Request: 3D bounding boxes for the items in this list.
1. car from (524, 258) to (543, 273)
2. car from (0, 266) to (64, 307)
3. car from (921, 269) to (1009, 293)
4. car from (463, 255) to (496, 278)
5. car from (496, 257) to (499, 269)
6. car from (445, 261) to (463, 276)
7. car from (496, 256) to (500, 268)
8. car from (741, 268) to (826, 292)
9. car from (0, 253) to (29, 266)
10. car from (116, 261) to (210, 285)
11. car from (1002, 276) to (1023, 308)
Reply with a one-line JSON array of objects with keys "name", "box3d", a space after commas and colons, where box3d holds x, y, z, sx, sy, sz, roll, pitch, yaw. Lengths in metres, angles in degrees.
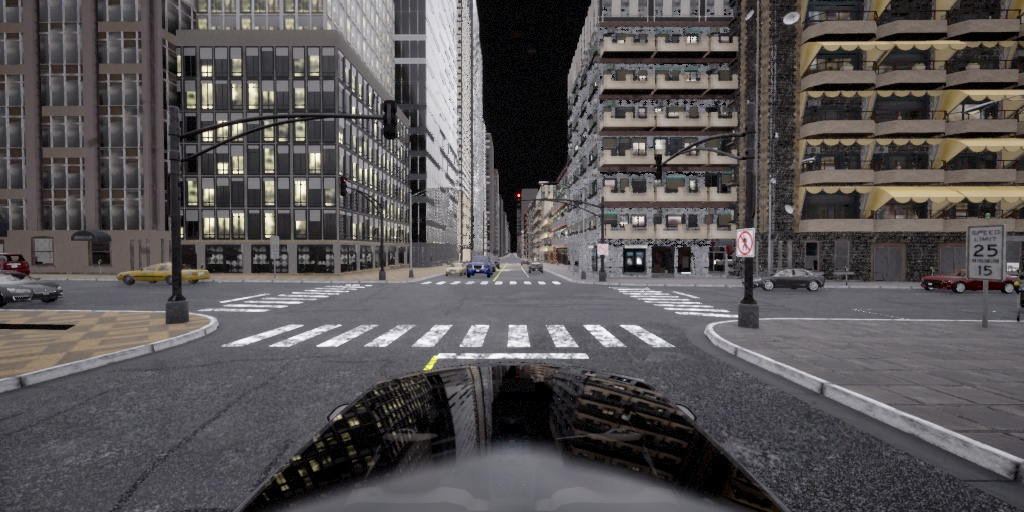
[{"name": "car", "box3d": [2.762, 1.290, 42.219, 2.007, 1.370, 4.403, 0, 0, 0]}, {"name": "car", "box3d": [-20.265, 1.204, 13.954, 4.403, 1.370, 2.007, 0, 0, 1]}, {"name": "car", "box3d": [27.409, 1.462, 21.548, 4.507, 1.381, 1.888, 0, 0, 1]}, {"name": "car", "box3d": [-3.041, 0.963, 34.710, 2.150, 2.045, 5.566, 0, 0, 0]}, {"name": "car", "box3d": [-3.016, 1.217, 44.842, 1.882, 1.535, 5.008, 0, 0, 0]}, {"name": "car", "box3d": [-5.629, 1.266, 36.409, 1.751, 1.417, 4.829, 0, 0, 0]}, {"name": "car", "box3d": [-2.994, 0.959, 55.397, 2.150, 2.045, 5.566, 0, 0, 0]}, {"name": "car", "box3d": [16.344, 1.376, 21.723, 4.403, 1.370, 2.007, 0, 0, 1]}, {"name": "car", "box3d": [-33.577, 0.713, 22.517, 5.009, 1.841, 2.192, 0, 0, 1]}, {"name": "car", "box3d": [-21.630, 1.030, 22.290, 4.829, 1.417, 1.751, 0, 0, 1]}, {"name": "car", "box3d": [21.736, 1.576, 13.257, 4.313, 1.339, 1.948, 0, 0, 1]}]
